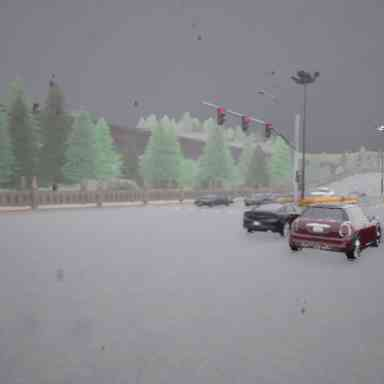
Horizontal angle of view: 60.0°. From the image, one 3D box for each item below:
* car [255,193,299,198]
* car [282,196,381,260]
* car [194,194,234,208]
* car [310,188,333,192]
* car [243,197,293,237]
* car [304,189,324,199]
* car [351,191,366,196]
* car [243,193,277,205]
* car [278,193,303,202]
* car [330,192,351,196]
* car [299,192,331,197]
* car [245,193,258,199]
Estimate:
[{"bbox_3d":[8.296,1.067,32.266,1.994,1.385,4.181,2,1,40],"label":"car"},{"bbox_3d":[5.363,1.194,12.155,2.097,1.767,4.553,2,1,40],"label":"car"},{"bbox_3d":[2.522,0.885,36.272,2.033,1.411,5.357,2,1,40],"label":"car"},{"bbox_3d":[20.535,0.416,52.178,2.150,2.045,5.566,2,3,40],"label":"car"},{"bbox_3d":[4.433,1.222,16.489,1.882,1.535,5.008,2,1,40],"label":"car"},{"bbox_3d":[21.776,0.331,59.143,1.837,1.490,4.892,2,4,40],"label":"car"},{"bbox_3d":[26.822,0.573,54.268,2.033,1.411,5.357,2,4,40],"label":"car"},{"bbox_3d":[9.013,0.838,43.970,2.033,1.411,5.357,2,1,40],"label":"car"},{"bbox_3d":[15.203,0.819,51.273,1.895,1.301,4.718,2,2,40],"label":"car"},{"bbox_3d":[20.025,1.002,46.158,1.895,1.301,4.718,2,2,40],"label":"car"},{"bbox_3d":[14.251,1.008,39.335,2.033,1.411,5.357,2,1,40],"label":"car"},{"bbox_3d":[7.682,0.909,36.965,1.837,1.490,4.892,2,1,40],"label":"car"}]
